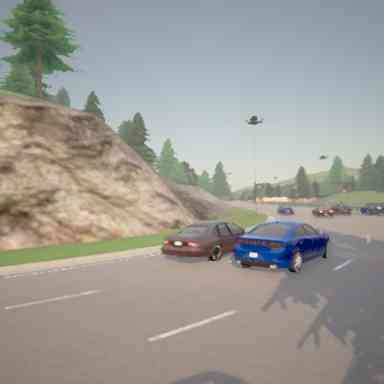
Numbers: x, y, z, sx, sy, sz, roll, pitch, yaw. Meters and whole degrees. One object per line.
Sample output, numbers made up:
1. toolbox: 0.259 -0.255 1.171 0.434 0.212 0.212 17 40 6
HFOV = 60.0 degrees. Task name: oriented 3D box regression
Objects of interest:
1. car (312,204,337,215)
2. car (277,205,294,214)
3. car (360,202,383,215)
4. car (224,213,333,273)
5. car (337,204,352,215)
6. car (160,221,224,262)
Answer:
1. car: 16.335 2.432 41.732 1.895 1.301 4.718 -1 -2 10
2. car: 13.926 2.617 49.588 1.812 1.442 4.674 -1 -2 7
3. car: 23.548 2.087 43.292 2.097 1.767 4.553 -1 -2 10
4. car: 3.388 1.746 11.838 1.882 1.535 5.008 -1 -1 39
5. car: 20.475 2.356 45.873 2.128 1.511 4.902 -1 -2 8
6. car: 0.995 1.918 13.910 2.033 1.411 5.357 -2 -2 36
